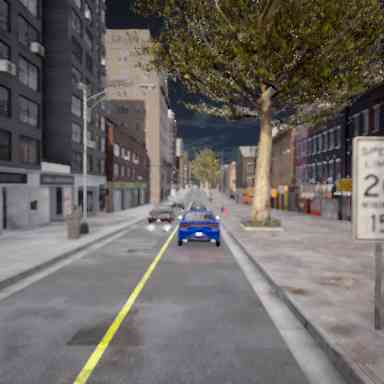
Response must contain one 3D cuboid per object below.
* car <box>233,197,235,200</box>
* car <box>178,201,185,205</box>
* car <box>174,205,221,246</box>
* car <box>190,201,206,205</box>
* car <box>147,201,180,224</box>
[{"bbox_3d":[14.230,1.603,94.401,5.009,1.841,2.192,1,0,1],"label":"car"},{"bbox_3d":[-1.972,1.971,49.388,1.895,1.301,4.718,0,0,1],"label":"car"},{"bbox_3d":[0.340,1.613,16.220,1.882,1.535,5.008,0,-1,1],"label":"car"},{"bbox_3d":[0.755,1.863,41.782,1.994,1.385,4.181,0,0,1],"label":"car"},{"bbox_3d":[-2.401,1.759,27.290,2.033,1.411,5.357,0,0,1],"label":"car"}]
